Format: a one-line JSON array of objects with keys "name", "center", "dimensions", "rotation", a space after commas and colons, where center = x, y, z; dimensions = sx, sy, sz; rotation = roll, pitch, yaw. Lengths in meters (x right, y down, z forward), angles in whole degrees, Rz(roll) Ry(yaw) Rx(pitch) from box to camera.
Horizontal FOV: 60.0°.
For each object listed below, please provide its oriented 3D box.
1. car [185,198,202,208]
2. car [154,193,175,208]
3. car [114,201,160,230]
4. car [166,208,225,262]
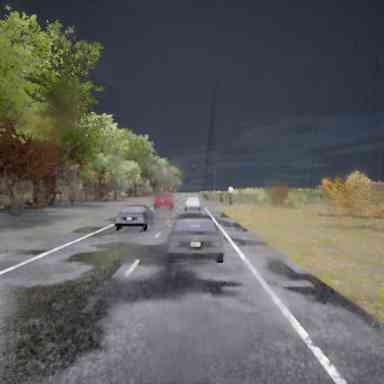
[{"name": "car", "center": [0.084, 1.419, 41.056], "dimensions": [1.812, 1.442, 4.674], "rotation": [0, 0, 0]}, {"name": "car", "center": [-3.400, 1.113, 41.305], "dimensions": [2.150, 2.045, 5.566], "rotation": [0, 0, 0]}, {"name": "car", "center": [-3.400, 1.496, 20.563], "dimensions": [2.033, 1.411, 5.357], "rotation": [0, 0, 0]}, {"name": "car", "center": [0.100, 1.519, 11.886], "dimensions": [2.033, 1.411, 5.357], "rotation": [0, 0, 0]}]
